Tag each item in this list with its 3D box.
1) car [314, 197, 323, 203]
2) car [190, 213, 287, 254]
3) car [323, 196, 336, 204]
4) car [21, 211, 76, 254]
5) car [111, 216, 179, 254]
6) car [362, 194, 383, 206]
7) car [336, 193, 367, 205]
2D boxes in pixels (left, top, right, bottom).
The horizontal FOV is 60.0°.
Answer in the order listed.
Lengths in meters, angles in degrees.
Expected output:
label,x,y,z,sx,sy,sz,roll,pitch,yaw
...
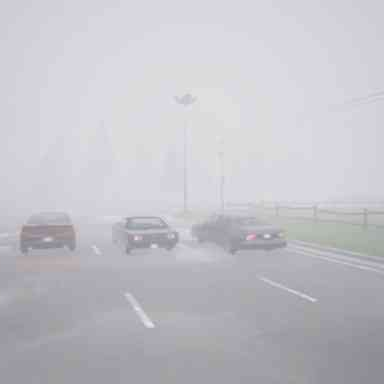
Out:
label,x,y,z,sx,sy,sz,roll,pitch,yaw
car,26.212,1.557,65.155,5.008,1.535,1.882,0,0,-22
car,1.648,1.578,13.763,2.033,1.411,5.357,0,0,-22
car,27.541,1.543,61.934,5.008,1.535,1.882,0,0,-21
car,-6.014,1.536,14.088,1.882,1.535,5.008,0,0,-22
car,-2.172,1.645,13.902,1.895,1.301,4.718,0,0,-22
car,31.726,1.538,56.101,4.892,1.490,1.837,0,0,-21
car,28.843,1.273,58.707,5.566,2.045,2.150,0,0,-21
